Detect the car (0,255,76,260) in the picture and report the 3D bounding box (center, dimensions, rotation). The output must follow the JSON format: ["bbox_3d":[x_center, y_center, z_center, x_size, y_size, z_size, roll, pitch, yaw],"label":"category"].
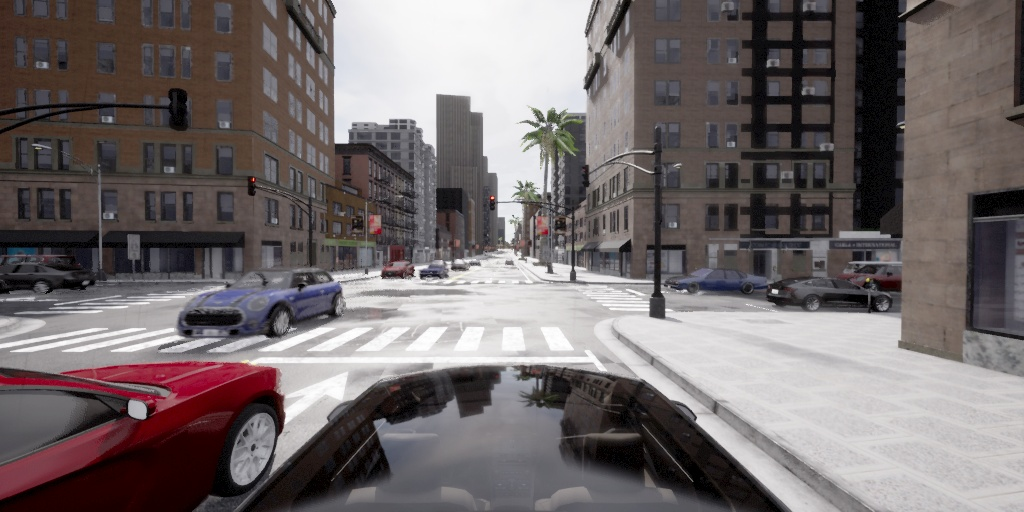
[{"bbox_3d":[-27.280,0.836,19.908,5.009,1.841,2.192,0,0,-9],"label":"car"}]

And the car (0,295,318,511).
[{"bbox_3d":[-3.144,1.228,1.475,1.882,1.535,5.008,0,0,1],"label":"car"}]

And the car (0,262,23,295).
[{"bbox_3d":[-24.034,1.126,14.575,4.892,1.490,1.837,1,1,-9],"label":"car"}]

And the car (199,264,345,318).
[{"bbox_3d":[-6.662,1.117,10.155,2.097,1.767,4.553,0,-1,0],"label":"car"}]

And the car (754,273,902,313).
[{"bbox_3d":[12.863,1.514,14.713,4.313,1.339,1.948,0,0,0],"label":"car"}]

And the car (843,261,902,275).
[{"bbox_3d":[21.175,1.279,20.670,4.553,1.767,2.097,0,1,0],"label":"car"}]

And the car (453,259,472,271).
[{"bbox_3d":[-6.942,1.284,47.956,2.033,1.411,5.357,0,0,0],"label":"car"}]

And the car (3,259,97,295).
[{"bbox_3d":[-23.974,1.087,17.789,4.892,1.490,1.837,1,1,-9],"label":"car"}]

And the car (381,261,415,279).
[{"bbox_3d":[-10.072,1.221,32.025,1.882,1.535,5.008,0,0,0],"label":"car"}]

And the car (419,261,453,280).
[{"bbox_3d":[-6.823,1.344,31.722,1.895,1.301,4.718,0,0,0],"label":"car"}]

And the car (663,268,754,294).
[{"bbox_3d":[11.705,1.400,20.659,5.357,1.411,2.033,0,1,0],"label":"car"}]
